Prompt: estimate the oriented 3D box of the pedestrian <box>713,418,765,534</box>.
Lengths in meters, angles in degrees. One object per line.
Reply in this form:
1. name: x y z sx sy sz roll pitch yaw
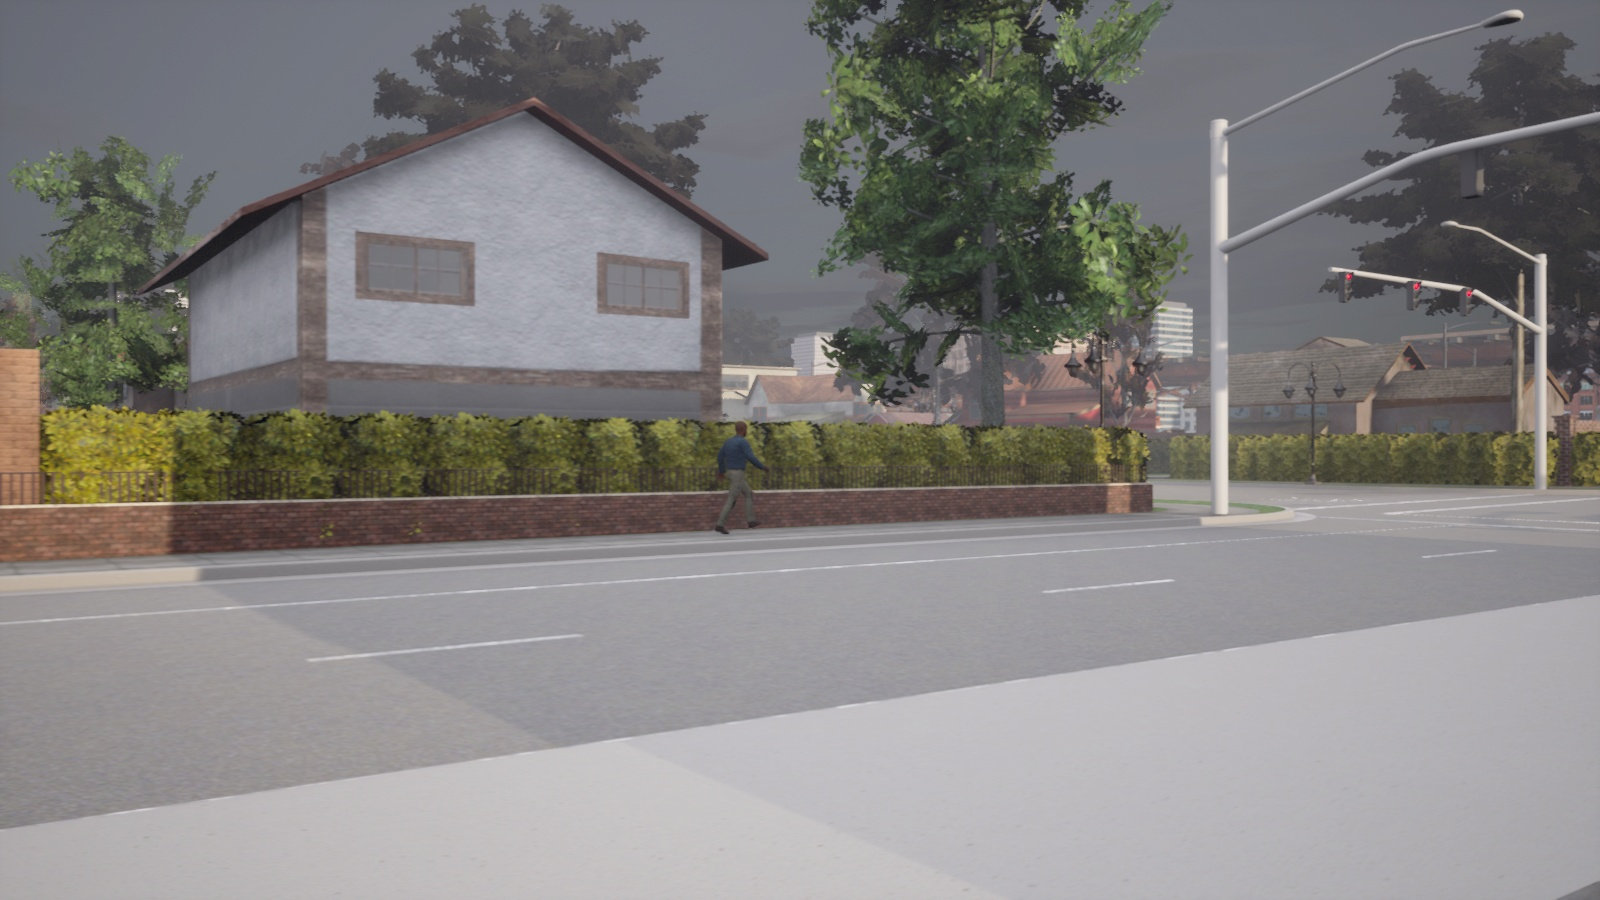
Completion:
1. pedestrian: -0.971 0.407 20.069 0.726 1.835 0.370 0 0 -34
